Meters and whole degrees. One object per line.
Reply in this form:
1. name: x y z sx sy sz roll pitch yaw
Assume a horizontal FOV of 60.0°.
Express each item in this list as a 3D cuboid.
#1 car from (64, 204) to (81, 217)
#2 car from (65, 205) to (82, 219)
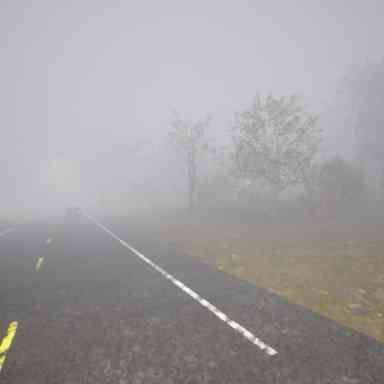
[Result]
1. car: -17.053 2.581 47.334 2.033 1.411 5.357 -3 0 -21
2. car: -14.355 2.417 40.295 2.033 1.411 5.357 -3 0 -20
